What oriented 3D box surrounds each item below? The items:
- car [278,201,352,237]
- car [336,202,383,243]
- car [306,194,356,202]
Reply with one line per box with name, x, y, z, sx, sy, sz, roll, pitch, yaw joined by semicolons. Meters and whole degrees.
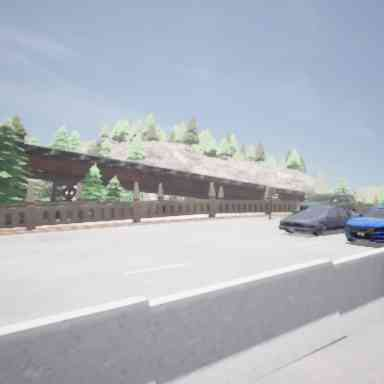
car;6.947;1.421;17.506;5.357;1.411;2.033;0;0;-35
car;8.620;1.352;14.400;5.008;1.535;1.882;0;0;-35
car;9.603;1.122;23.641;5.566;2.045;2.150;1;-1;-35
